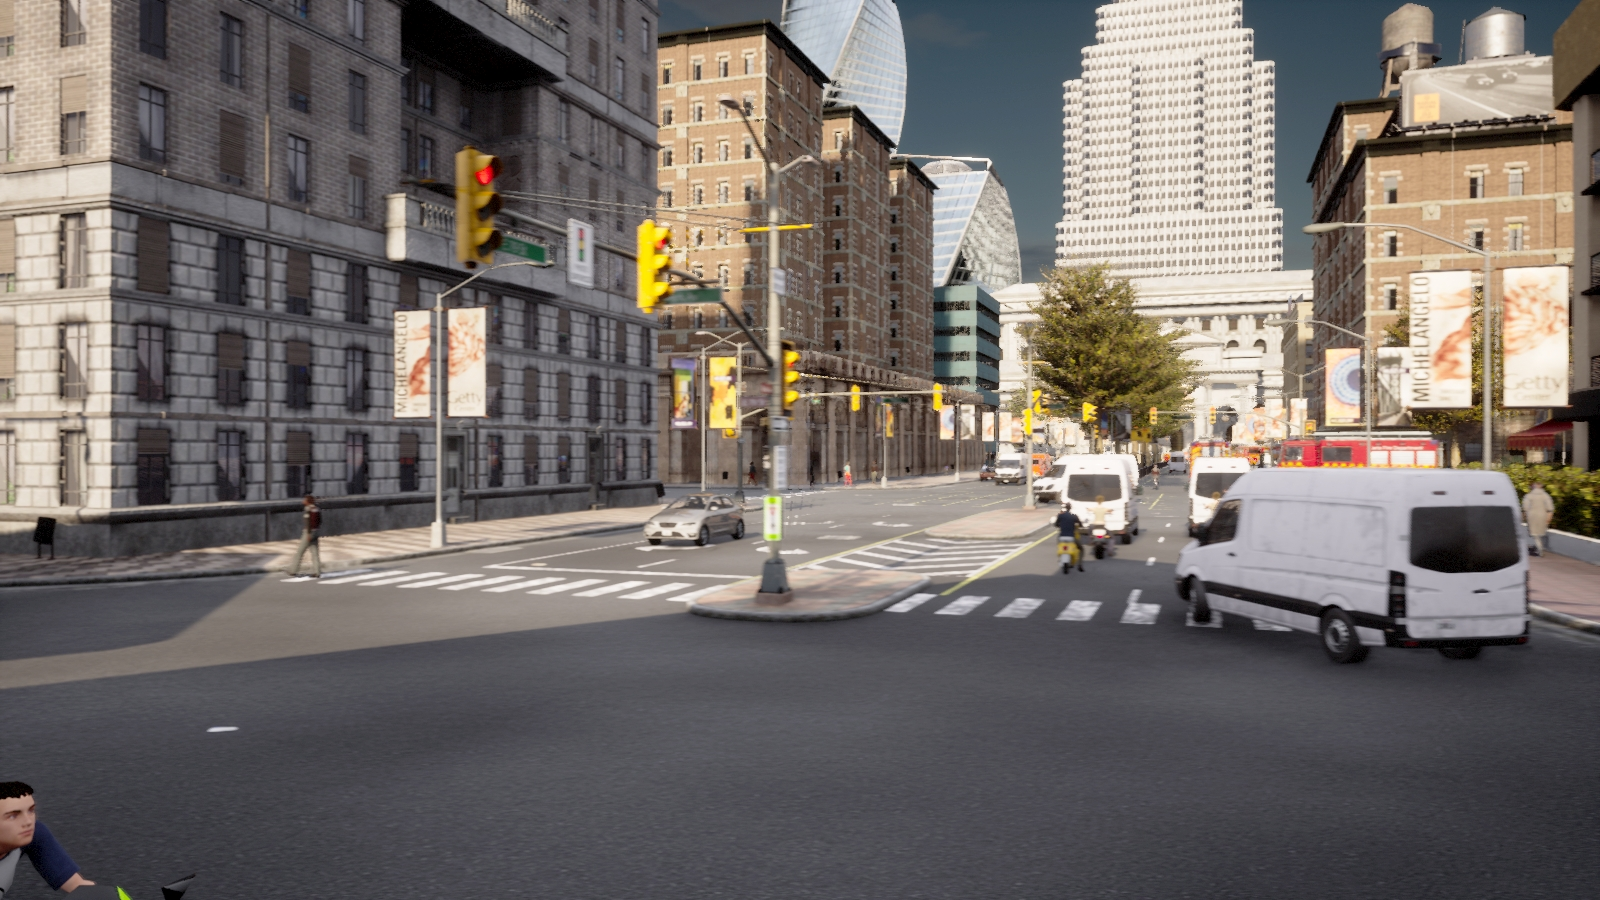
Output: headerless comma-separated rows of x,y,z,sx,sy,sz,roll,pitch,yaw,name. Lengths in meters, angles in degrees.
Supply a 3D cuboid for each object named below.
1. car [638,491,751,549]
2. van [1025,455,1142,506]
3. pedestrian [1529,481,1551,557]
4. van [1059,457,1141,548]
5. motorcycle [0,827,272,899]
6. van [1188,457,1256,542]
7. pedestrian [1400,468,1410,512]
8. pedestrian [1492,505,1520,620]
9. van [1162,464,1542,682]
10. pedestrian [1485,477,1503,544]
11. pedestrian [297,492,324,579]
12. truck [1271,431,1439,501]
-3.118,2.066,34.653,1.816,1.474,4.193,0,0,20,car
14.839,1.534,59.770,5.915,2.561,1.988,0,-1,-23,van
18.314,1.696,28.281,0.375,1.860,0.375,0,0,20,pedestrian
9.523,1.534,35.904,1.988,2.561,5.915,0,0,20,van
-3.151,2.213,4.424,2.033,1.145,0.803,0,0,20,motorcycle
14.062,1.534,38.190,1.988,2.561,5.915,0,0,19,van
25.554,1.696,48.276,0.375,1.860,0.375,0,0,25,pedestrian
11.684,1.848,18.908,0.375,1.860,0.375,0,0,36,pedestrian
7.740,1.534,16.956,1.988,2.561,5.915,0,0,-10,van
19.630,1.698,32.324,0.375,1.860,0.375,0,0,19,pedestrian
-10.626,1.848,24.795,0.375,1.860,0.375,0,0,19,pedestrian
31.998,0.891,66.036,8.468,3.827,2.891,0,0,33,truck
